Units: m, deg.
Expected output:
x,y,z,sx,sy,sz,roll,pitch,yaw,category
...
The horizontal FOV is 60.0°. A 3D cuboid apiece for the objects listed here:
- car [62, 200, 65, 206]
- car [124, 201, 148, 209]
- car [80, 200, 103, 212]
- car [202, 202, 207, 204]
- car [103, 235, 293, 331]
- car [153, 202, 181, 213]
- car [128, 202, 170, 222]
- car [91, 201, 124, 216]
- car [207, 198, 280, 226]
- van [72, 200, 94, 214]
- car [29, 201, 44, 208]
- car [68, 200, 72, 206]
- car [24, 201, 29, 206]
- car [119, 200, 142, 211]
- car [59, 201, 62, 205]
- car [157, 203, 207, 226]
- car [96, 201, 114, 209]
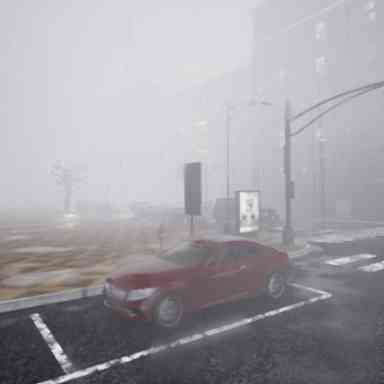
x,y,z,sx,sy,sz,roll,pitch,yaw,category
-29.655,2.731,81.257,1.947,1.339,4.313,-2,0,-36,car
-5.523,1.841,38.083,2.097,1.767,4.553,-1,-1,-36,car
-15.853,2.166,52.510,2.097,1.767,4.553,-1,-1,-36,car
1.798,1.818,38.035,1.967,1.590,4.097,-2,0,-36,car
0.327,1.580,6.801,4.206,1.307,1.802,0,0,-35,car
-3.461,2.090,45.217,1.802,1.307,4.206,-2,0,-36,car
-3.885,1.965,31.158,2.008,1.369,4.403,-2,0,-36,car
-9.965,2.111,39.632,1.887,1.381,4.507,-2,0,-36,car
3.904,1.476,25.048,2.150,2.045,5.566,-1,-1,-36,car
-14.886,2.031,46.517,1.690,1.788,3.998,-2,0,-36,van
-33.176,2.700,71.832,2.008,1.369,4.403,-2,0,-36,car
-26.392,2.523,76.746,1.967,1.590,4.097,-2,0,-36,car
-39.709,2.859,80.853,1.887,1.381,4.507,-2,0,-36,car
-10.057,2.113,54.195,1.967,1.590,4.097,-2,0,-36,car
-32.921,2.792,85.768,1.887,1.381,4.507,-2,0,-36,car
-0.618,1.884,26.647,2.008,1.369,4.403,-2,0,-36,car
-16.589,2.418,63.214,1.802,1.307,4.206,-2,0,-36,car
